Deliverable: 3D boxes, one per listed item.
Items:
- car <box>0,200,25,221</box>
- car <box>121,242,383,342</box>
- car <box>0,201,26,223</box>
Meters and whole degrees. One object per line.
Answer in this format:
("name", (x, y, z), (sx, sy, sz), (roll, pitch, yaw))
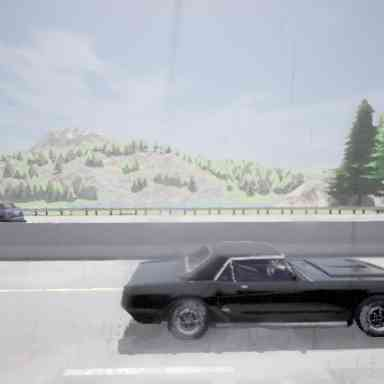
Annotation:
("car", (-16.364, 1.465, 26.559), (5.008, 1.535, 1.882), (0, 0, -2))
("car", (1.272, 1.580, 5.863), (4.718, 1.301, 1.895), (0, 0, -2))
("car", (-12.484, 1.344, 19.669), (4.553, 1.767, 2.097), (0, 0, -2))
